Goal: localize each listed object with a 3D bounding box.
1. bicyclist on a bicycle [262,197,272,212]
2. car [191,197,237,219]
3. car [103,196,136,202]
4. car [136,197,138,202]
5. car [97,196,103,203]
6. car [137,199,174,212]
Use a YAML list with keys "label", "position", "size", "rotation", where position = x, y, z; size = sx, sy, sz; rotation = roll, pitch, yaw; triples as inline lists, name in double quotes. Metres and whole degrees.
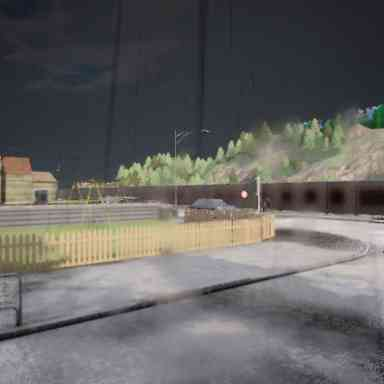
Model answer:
- label: "bicyclist on a bicycle"
  position: [7.918, 1.323, 35.026]
  size: [1.656, 1.620, 0.582]
  rotation: [0, 0, -35]
- label: "car"
  position: [1.877, 1.335, 29.033]
  size: [2.097, 1.767, 4.553]
  rotation: [0, 0, -36]
- label: "car"
  position: [-10.041, 1.335, 45.790]
  size: [2.097, 1.767, 4.553]
  rotation: [0, 0, -35]
- label: "car"
  position: [-9.833, 1.484, 52.600]
  size: [1.837, 1.490, 4.892]
  rotation: [0, 0, -35]
- label: "car"
  position: [-15.927, 1.505, 61.051]
  size: [1.812, 1.442, 4.674]
  rotation: [0, 0, -36]
- label: "car"
  position: [-3.914, 1.584, 37.158]
  size: [1.895, 1.301, 4.718]
  rotation: [0, 0, -35]
